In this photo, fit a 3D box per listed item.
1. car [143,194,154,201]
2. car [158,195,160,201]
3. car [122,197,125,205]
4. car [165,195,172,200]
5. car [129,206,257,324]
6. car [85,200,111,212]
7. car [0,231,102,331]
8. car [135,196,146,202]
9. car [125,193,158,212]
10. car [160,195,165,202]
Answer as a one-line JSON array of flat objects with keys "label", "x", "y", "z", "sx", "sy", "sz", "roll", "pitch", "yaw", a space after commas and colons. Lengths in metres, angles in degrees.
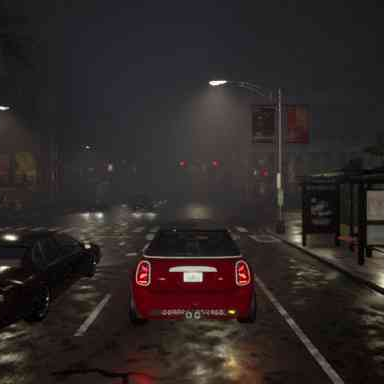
[{"label": "car", "x": -11.166, "y": 1.355, "z": 86.032, "sx": 2.097, "sy": 1.767, "sz": 4.553, "roll": 0, "pitch": 0, "yaw": 3}, {"label": "car", "x": -7.733, "y": 1.223, "z": 62.345, "sx": 2.150, "sy": 2.045, "sz": 5.566, "roll": 0, "pitch": 0, "yaw": 0}, {"label": "car", "x": -11.213, "y": 1.352, "z": 59.910, "sx": 2.097, "sy": 1.767, "sz": 4.553, "roll": 0, "pitch": 0, "yaw": 0}, {"label": "car", "x": -7.351, "y": 1.595, "z": 88.534, "sx": 1.895, "sy": 1.301, "sz": 4.718, "roll": 0, "pitch": 0, "yaw": 9}, {"label": "car", "x": 0.006, "y": 1.352, "z": 7.336, "sx": 2.097, "sy": 1.767, "sz": 4.553, "roll": 0, "pitch": 0, "yaw": 0}, {"label": "car", "x": -11.014, "y": 1.601, "z": 39.180, "sx": 1.895, "sy": 1.301, "sz": 4.718, "roll": 0, "pitch": 0, "yaw": -1}, {"label": "car", "x": -3.493, "y": 1.547, "z": 7.129, "sx": 2.033, "sy": 1.411, "sz": 5.357, "roll": 0, "pitch": 0, "yaw": 0}, {"label": "car", "x": -11.293, "y": 1.552, "z": 73.224, "sx": 1.994, "sy": 1.385, "sz": 4.181, "roll": 0, "pitch": 0, "yaw": -1}, {"label": "car", "x": -6.086, "y": 1.221, "z": 39.368, "sx": 2.150, "sy": 2.045, "sz": 5.566, "roll": -1, "pitch": 0, "yaw": -21}, {"label": "car", "x": -7.813, "y": 1.355, "z": 75.090, "sx": 2.097, "sy": 1.767, "sz": 4.553, "roll": 0, "pitch": 0, "yaw": -1}]
